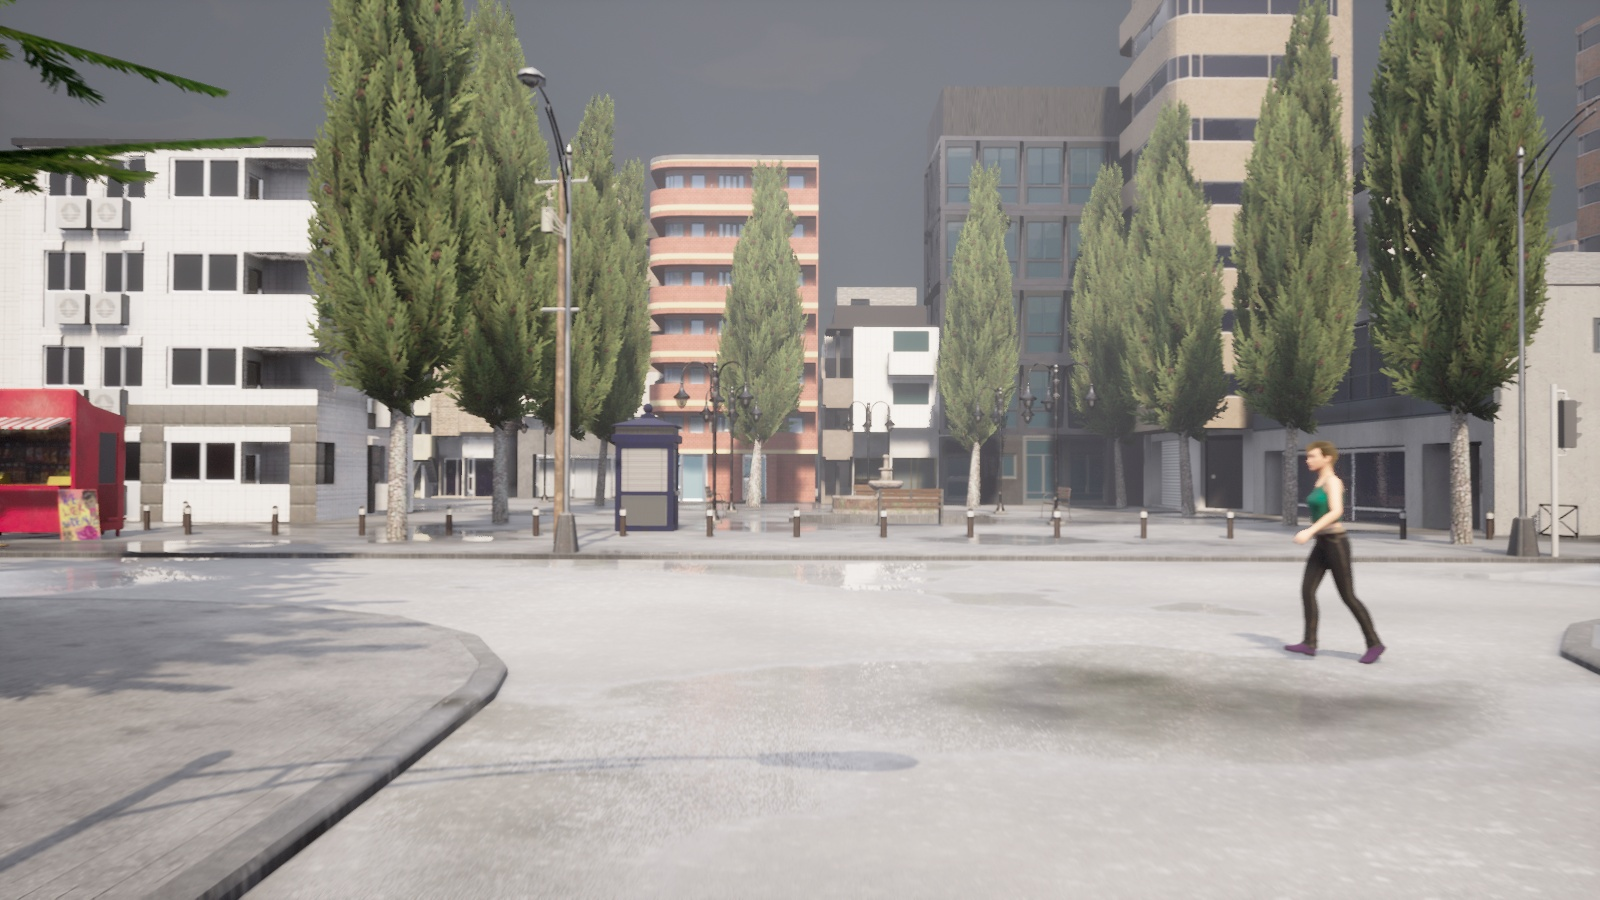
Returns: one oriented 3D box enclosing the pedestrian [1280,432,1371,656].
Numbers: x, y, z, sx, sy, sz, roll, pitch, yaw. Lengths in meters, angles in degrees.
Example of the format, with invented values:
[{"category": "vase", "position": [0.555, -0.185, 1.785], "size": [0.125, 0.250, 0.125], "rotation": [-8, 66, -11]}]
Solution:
[{"category": "pedestrian", "position": [4.391, 0.774, 10.507], "size": [0.594, 1.836, 0.345], "rotation": [0, -1, 0]}]
